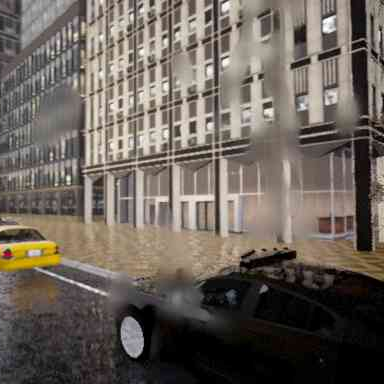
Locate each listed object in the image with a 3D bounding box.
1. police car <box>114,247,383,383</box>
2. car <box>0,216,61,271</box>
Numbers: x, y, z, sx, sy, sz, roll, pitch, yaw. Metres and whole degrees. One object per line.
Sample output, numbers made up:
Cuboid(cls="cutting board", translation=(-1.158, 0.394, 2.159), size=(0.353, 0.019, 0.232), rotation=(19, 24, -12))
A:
Cuboid(cls="police car", translation=(0.859, 1.570, 4.320), size=(5.238, 1.638, 1.930), rotation=(-1, -2, 44))
Cuboid(cls="car", translation=(-6.356, 1.773, 11.360), size=(5.366, 1.575, 1.801), rotation=(-1, -2, 44))
